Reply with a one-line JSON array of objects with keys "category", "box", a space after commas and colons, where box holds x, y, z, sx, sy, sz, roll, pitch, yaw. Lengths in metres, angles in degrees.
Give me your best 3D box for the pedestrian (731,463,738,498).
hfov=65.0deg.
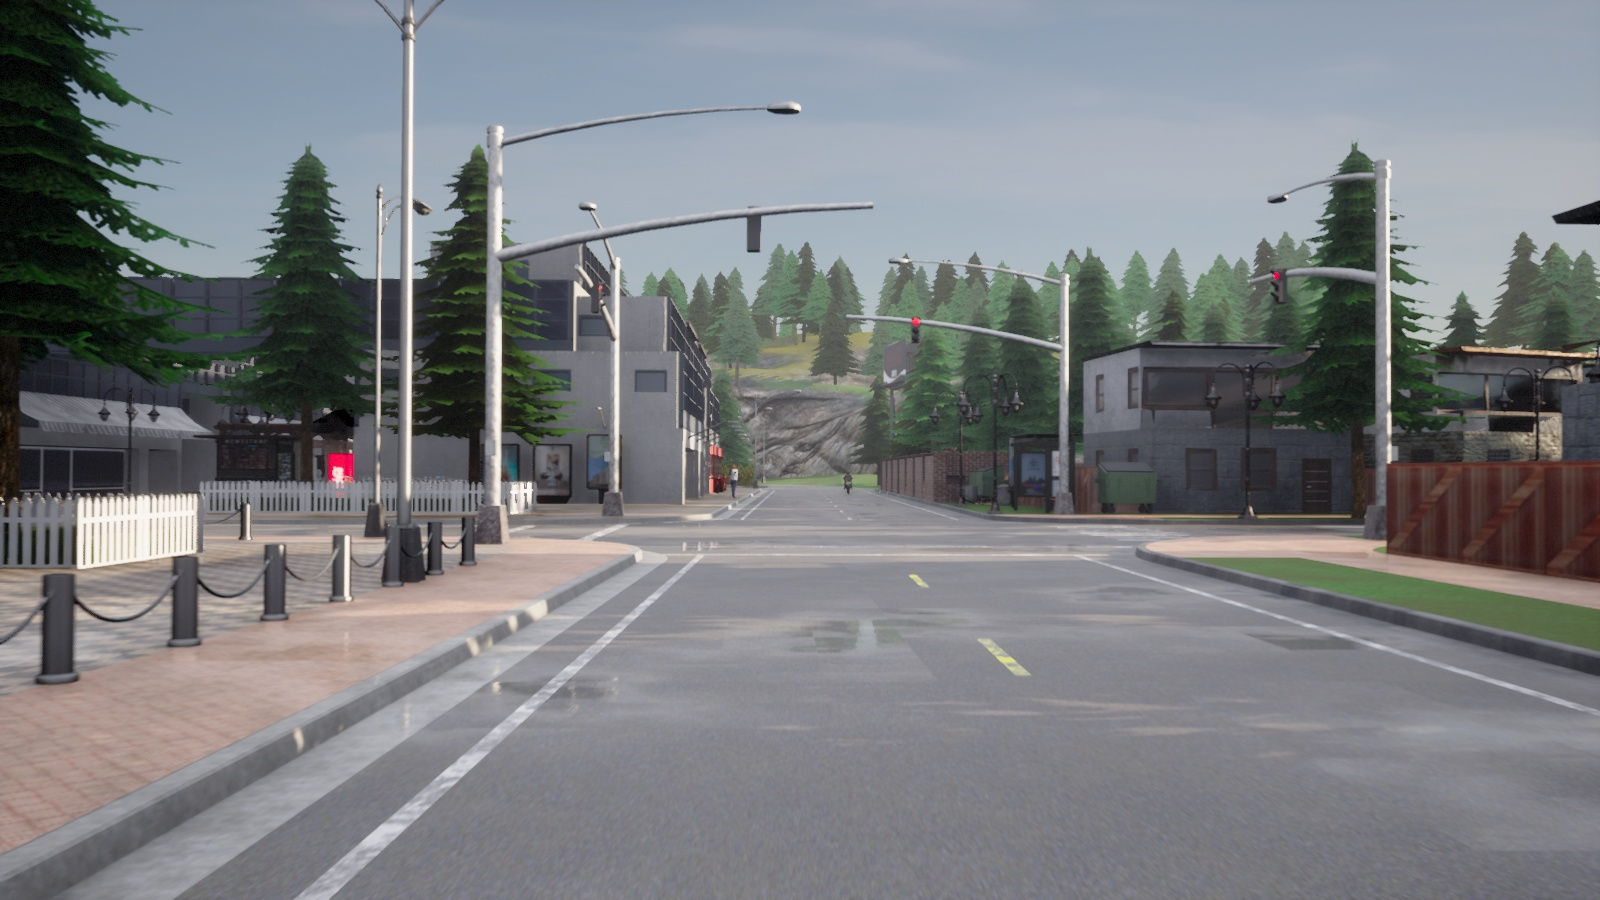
[{"category": "pedestrian", "box": [-3.393, 1.577, 65.010, 0.354, 1.836, 0.706, 0, -1, -3]}]
